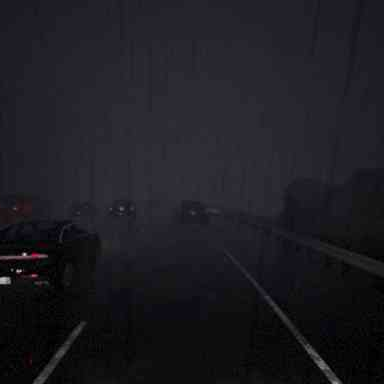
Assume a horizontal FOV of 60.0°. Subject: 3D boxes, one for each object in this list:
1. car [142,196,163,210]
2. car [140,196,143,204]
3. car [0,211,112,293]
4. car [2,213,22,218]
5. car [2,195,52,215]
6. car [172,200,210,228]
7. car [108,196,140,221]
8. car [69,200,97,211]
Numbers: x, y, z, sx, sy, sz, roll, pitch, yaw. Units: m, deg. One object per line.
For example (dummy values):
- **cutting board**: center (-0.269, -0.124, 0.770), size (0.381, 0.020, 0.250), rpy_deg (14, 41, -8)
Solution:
- **car**: center (-4.911, 1.427, 42.789), size (1.882, 1.535, 5.008), rpy_deg (0, 0, -14)
- **car**: center (-8.349, 1.415, 55.871), size (1.882, 1.535, 5.008), rpy_deg (0, 0, -18)
- **car**: center (-3.754, 1.485, 8.814), size (2.128, 1.511, 4.902), rpy_deg (0, 0, -3)
- **car**: center (-7.344, 1.561, 10.340), size (1.994, 1.385, 4.181), rpy_deg (0, 0, -3)
- **car**: center (-12.359, 1.205, 25.222), size (2.150, 2.045, 5.566), rpy_deg (0, 0, -8)
- **car**: center (-0.176, 1.321, 22.332), size (2.097, 1.767, 4.553), rpy_deg (0, 0, -7)
- **car**: center (-5.604, 1.323, 27.174), size (2.097, 1.767, 4.553), rpy_deg (0, 0, -8)
- **car**: center (-9.431, 1.466, 29.004), size (2.128, 1.511, 4.902), rpy_deg (0, 0, -9)
